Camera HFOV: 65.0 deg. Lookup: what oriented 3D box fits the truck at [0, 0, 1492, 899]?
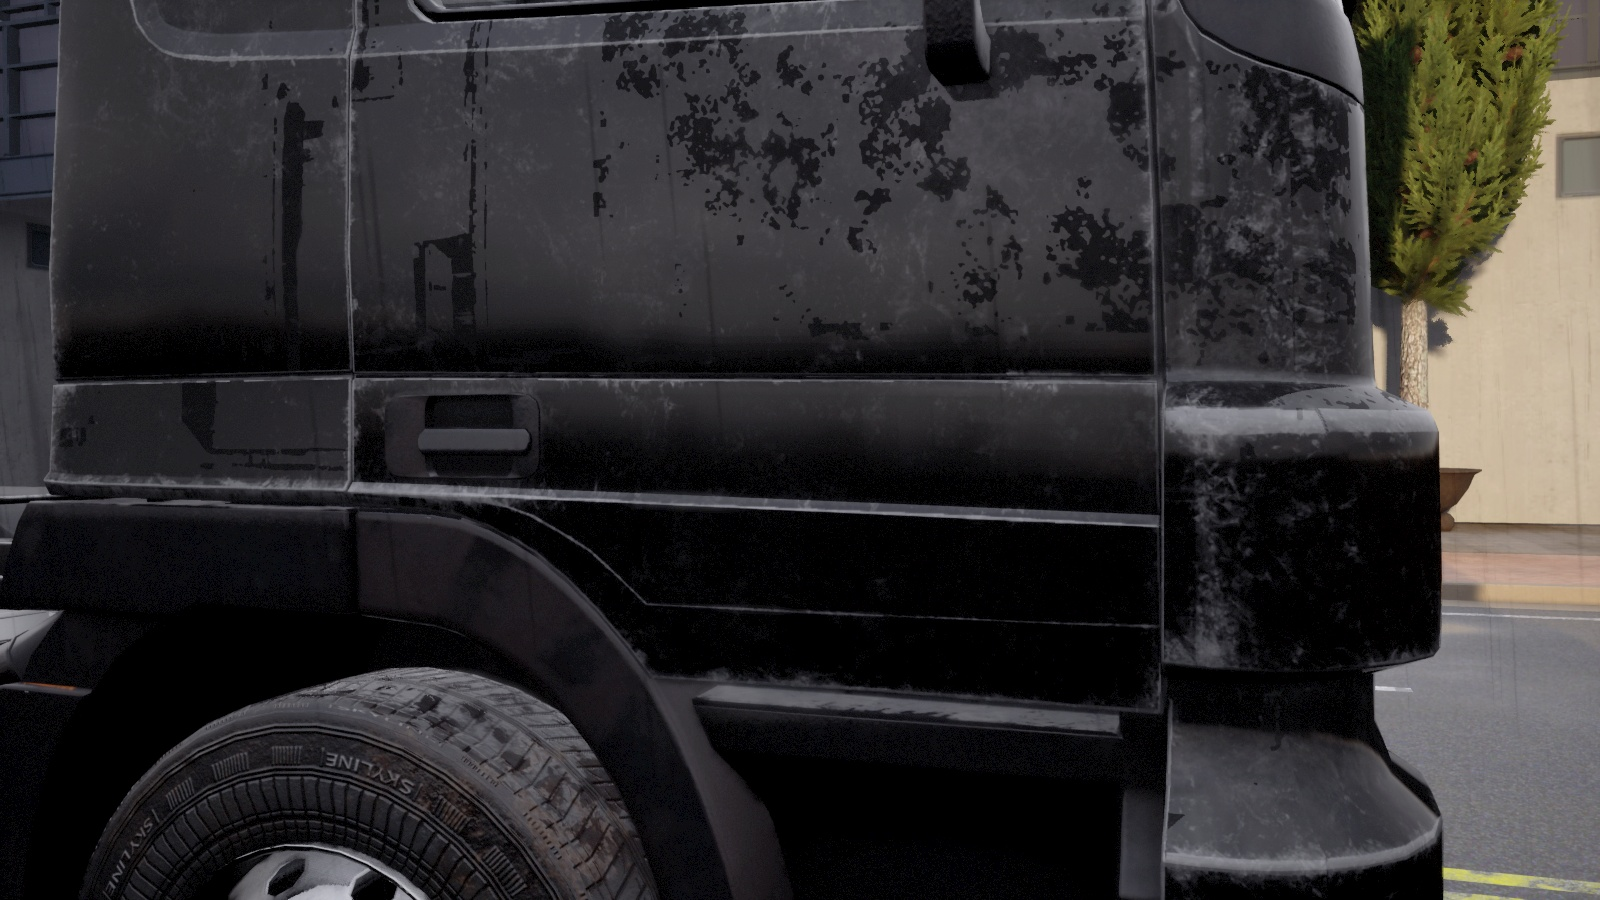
[{"bbox_3d":[-2.510,-0.230,4.057,7.936,3.462,2.891,1,1,19],"label":"truck"}]
